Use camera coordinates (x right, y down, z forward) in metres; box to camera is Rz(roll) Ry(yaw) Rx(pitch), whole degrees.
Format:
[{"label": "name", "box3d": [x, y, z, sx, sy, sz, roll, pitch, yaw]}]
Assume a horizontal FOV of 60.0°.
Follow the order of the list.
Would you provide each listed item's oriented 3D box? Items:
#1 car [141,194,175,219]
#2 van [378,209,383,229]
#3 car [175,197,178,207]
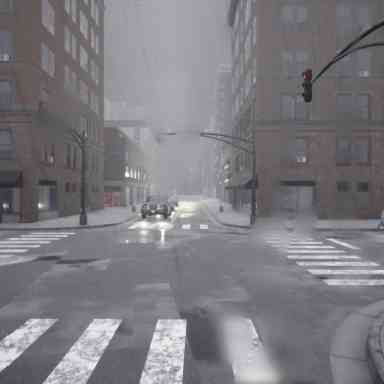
[{"label": "car", "box3d": [-3.072, 1.236, 29.834, 2.150, 2.045, 5.566, 0, 0, 2]}, {"label": "van", "box3d": [12.064, 1.358, 17.445, 3.998, 1.788, 1.690, 0, 0, 0]}, {"label": "car", "box3d": [-3.082, 1.546, 40.126, 1.812, 1.442, 4.674, 0, 0, 0]}]
